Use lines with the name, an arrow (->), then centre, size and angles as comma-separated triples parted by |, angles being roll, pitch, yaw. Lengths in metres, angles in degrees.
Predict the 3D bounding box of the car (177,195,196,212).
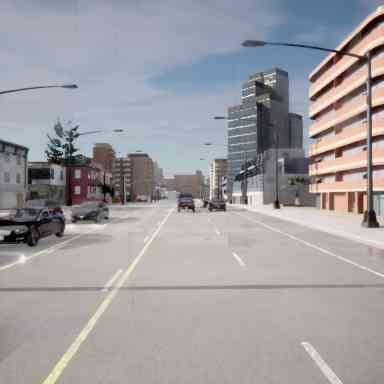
car -> -0.633, 1.407, 37.475 | 1.837, 1.490, 4.892 | 0, 0, -1

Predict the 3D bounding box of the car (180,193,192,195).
car -> -0.870, 1.139, 47.536 | 2.150, 2.045, 5.566 | 0, -1, -1

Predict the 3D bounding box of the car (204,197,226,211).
car -> 2.867, 1.390, 38.777 | 2.128, 1.511, 4.902 | 0, 0, -1

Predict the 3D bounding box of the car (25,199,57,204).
car -> -10.975, 1.309, 23.629 | 2.097, 1.767, 4.553 | 0, 0, -1

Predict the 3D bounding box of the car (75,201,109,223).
car -> -7.552, 1.456, 25.013 | 1.837, 1.490, 4.892 | 0, 1, -1

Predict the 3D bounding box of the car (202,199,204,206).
car -> 2.623, 1.419, 48.770 | 2.128, 1.511, 4.902 | 0, -1, -1

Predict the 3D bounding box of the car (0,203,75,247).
car -> -7.356, 1.485, 15.134 | 2.128, 1.511, 4.902 | 0, 0, -1
